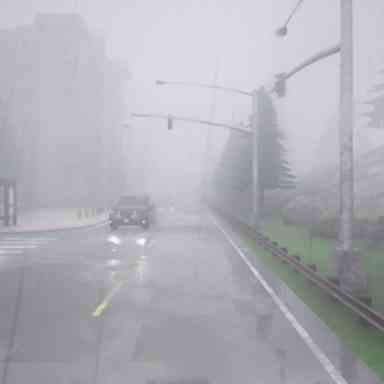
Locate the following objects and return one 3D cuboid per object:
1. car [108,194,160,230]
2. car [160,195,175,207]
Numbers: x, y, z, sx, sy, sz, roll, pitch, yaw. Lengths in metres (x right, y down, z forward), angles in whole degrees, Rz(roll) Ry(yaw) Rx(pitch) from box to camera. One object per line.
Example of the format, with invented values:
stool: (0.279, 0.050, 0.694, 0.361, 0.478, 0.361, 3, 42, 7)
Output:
car: (-3.514, 1.175, 20.685, 2.150, 2.045, 5.566, 0, 0, 1)
car: (-3.469, 1.146, 46.529, 2.097, 1.767, 4.553, 0, 0, 0)
